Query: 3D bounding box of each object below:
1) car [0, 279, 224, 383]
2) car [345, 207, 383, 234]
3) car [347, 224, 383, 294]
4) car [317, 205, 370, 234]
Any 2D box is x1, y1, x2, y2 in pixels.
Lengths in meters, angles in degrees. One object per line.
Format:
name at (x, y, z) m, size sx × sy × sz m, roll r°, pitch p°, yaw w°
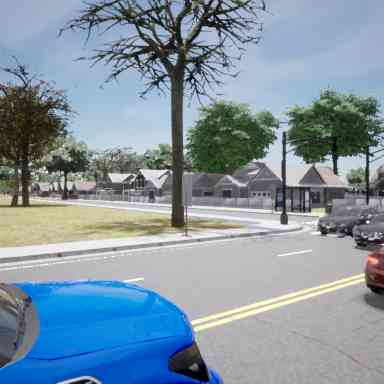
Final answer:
car at (-2.406, 1.222, 1.725) m, size 5.566 × 2.045 × 2.150 m, roll 0°, pitch 0°, yaw -36°
car at (8.661, 1.505, 13.814) m, size 4.892 × 1.490 × 1.837 m, roll 0°, pitch 0°, yaw -35°
car at (5.670, 1.525, 7.459) m, size 4.674 × 1.442 × 1.812 m, roll 0°, pitch 0°, yaw -36°
car at (8.698, 1.508, 17.823) m, size 4.892 × 1.490 × 1.837 m, roll 0°, pitch 0°, yaw -35°
